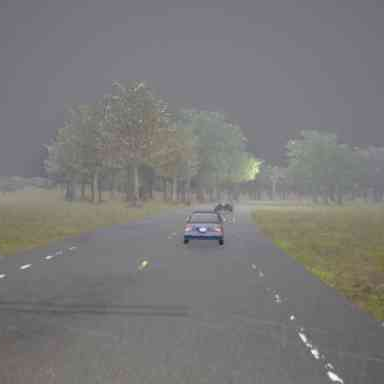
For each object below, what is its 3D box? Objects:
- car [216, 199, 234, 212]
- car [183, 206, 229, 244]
[{"bbox_3d":[4.252,1.622,42.466,2.097,1.767,4.553,1,0,11],"label":"car"},{"bbox_3d":[0.661,1.640,16.452,2.033,1.411,5.357,0,0,5],"label":"car"}]
